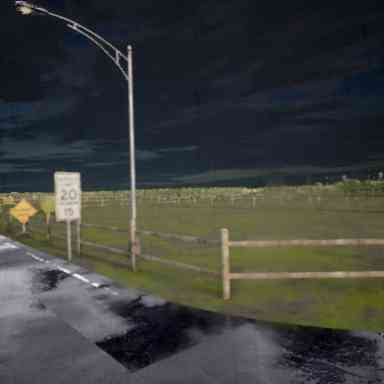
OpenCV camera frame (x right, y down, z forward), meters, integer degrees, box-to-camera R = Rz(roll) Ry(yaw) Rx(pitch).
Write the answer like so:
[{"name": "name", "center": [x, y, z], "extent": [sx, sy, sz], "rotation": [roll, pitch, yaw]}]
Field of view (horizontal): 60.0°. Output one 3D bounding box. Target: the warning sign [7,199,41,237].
[{"name": "warning sign", "center": [-8.826, 1.309, 17.479], "extent": [1.300, 1.860, 1.060], "rotation": [-2, 0, -40]}]
